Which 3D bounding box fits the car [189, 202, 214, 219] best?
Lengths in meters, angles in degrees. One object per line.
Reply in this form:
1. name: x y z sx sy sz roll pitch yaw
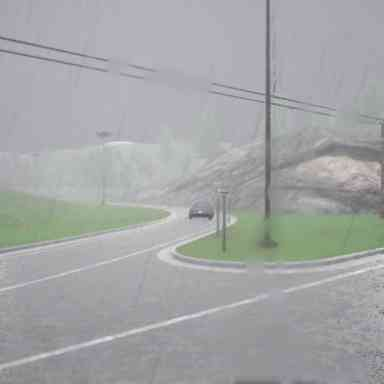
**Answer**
1. car: 0.845 1.567 28.656 1.994 1.385 4.181 0 0 5
